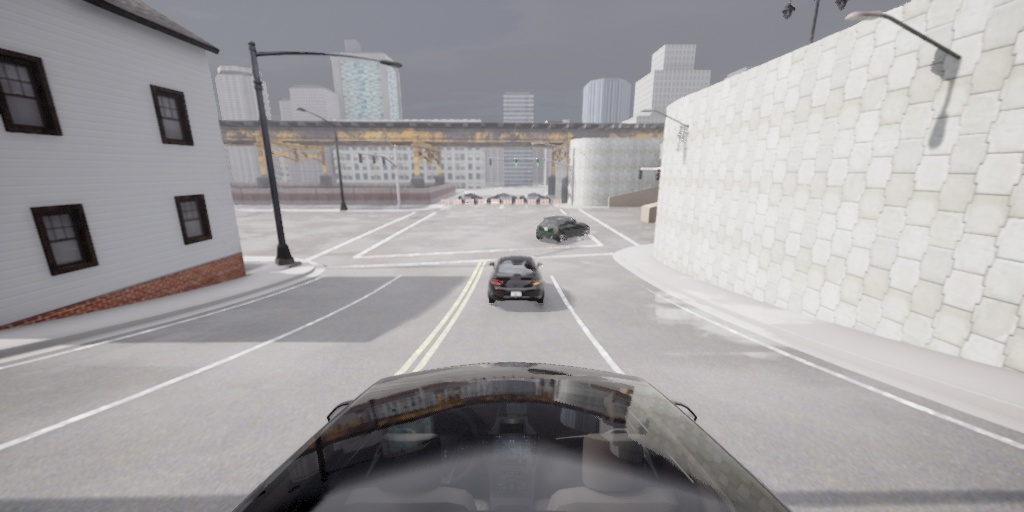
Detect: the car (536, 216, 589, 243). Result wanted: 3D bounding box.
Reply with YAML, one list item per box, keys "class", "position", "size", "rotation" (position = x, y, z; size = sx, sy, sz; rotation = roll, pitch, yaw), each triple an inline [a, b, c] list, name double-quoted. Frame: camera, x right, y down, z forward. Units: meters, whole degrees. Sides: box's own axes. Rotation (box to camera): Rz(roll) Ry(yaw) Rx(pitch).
- class: "car"
  position: [3.934, -2.243, 27.087]
  size: [2.097, 1.767, 4.553]
  rotation: [13, 19, 43]

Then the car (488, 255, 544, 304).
- class: "car"
  position: [0.143, 0.697, 13.007]
  size: [1.812, 1.442, 4.674]
  rotation: [0, 7, 1]
